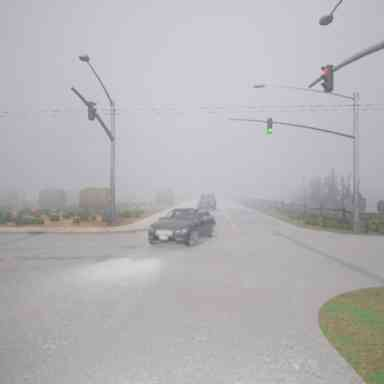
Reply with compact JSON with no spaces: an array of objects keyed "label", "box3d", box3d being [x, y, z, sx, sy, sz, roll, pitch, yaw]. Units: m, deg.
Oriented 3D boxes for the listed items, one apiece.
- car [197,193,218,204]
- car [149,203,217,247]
[{"label":"car","box3d":[1.889,1.206,39.932,2.150,2.045,5.566,0,0,3]},{"label":"car","box3d":[-0.256,1.500,15.165,2.128,1.511,4.902,1,0,20]}]
